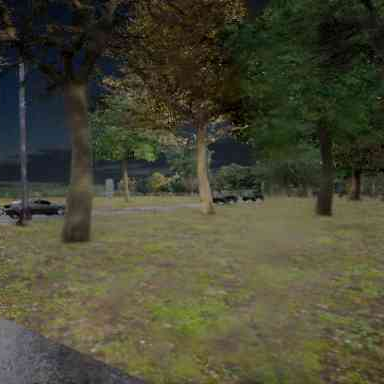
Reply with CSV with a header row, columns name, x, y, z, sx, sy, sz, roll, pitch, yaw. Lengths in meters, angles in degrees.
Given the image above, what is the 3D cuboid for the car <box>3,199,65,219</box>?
name,x,y,z,sx,sy,sz,roll,pitch,yaw
car,-12.427,1.307,26.711,1.837,1.490,4.892,-2,-1,36

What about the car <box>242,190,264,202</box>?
name,x,y,z,sx,sy,sz,roll,pitch,yaw
car,10.935,0.711,59.468,2.150,2.045,5.566,-2,-1,36

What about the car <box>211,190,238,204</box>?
name,x,y,z,sx,sy,sz,roll,pitch,yaw
car,4.993,0.772,51.062,2.150,2.045,5.566,-2,-1,36

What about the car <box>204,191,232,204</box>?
name,x,y,z,sx,sy,sz,roll,pitch,yaw
car,4.547,0.871,56.556,2.150,2.045,5.566,-2,-1,36
